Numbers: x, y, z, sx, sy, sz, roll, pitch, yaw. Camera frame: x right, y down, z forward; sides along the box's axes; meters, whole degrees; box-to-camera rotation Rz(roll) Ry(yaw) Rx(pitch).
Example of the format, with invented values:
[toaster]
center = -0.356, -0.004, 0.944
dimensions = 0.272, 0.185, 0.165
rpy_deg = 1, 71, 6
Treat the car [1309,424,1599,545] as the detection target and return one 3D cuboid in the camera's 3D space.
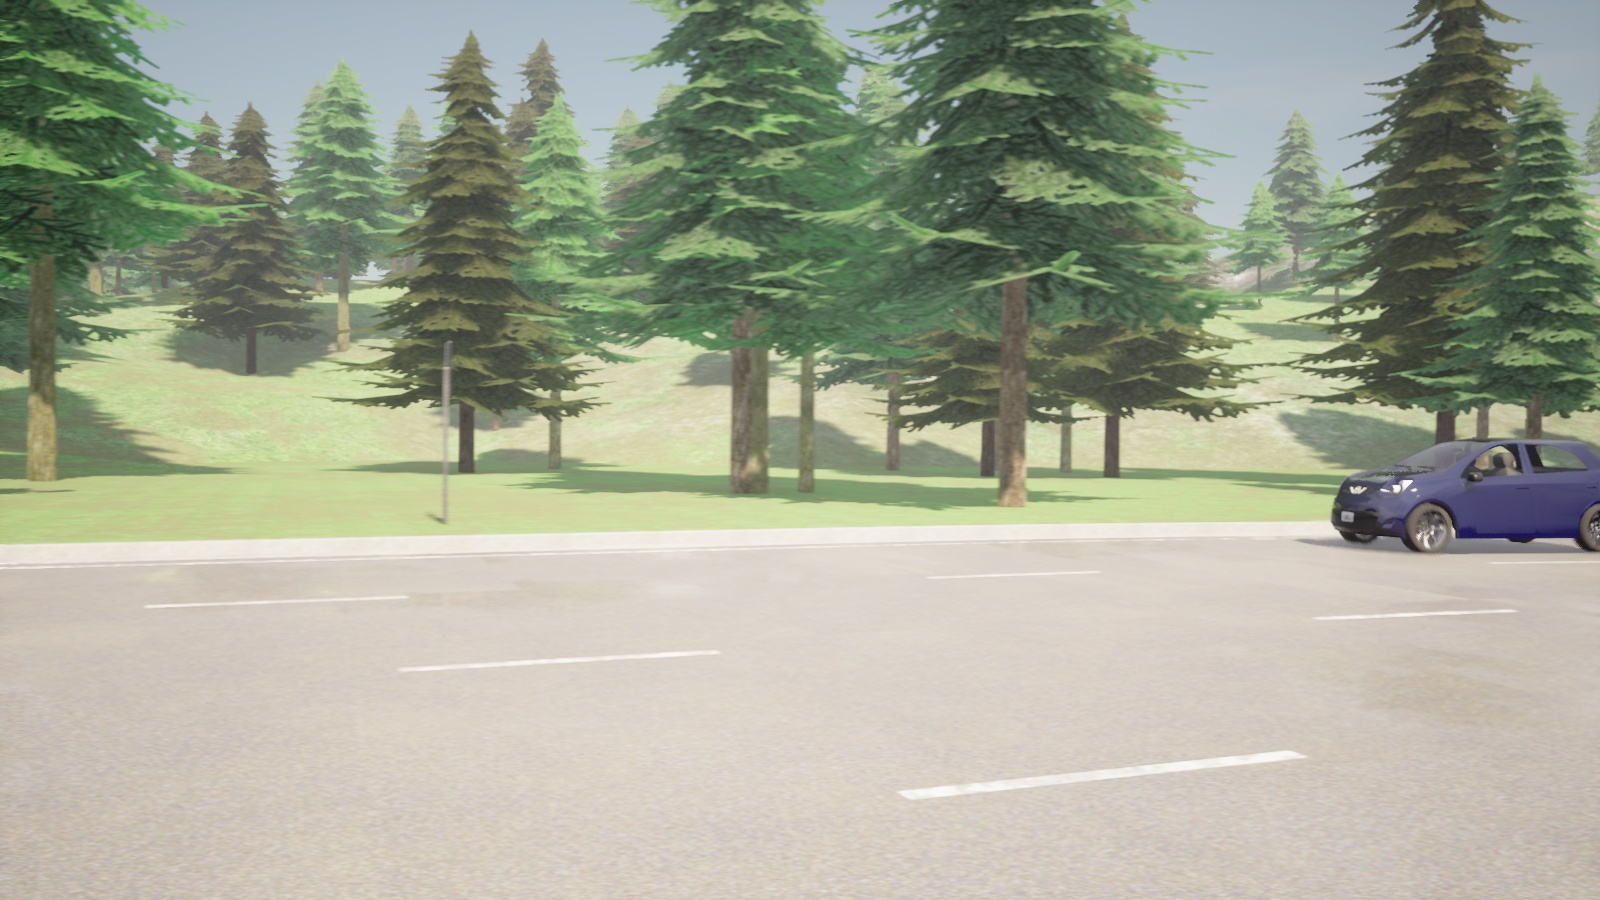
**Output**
[car]
center = 9.102, 0.420, 17.041
dimensions = 3.633, 1.501, 1.845
rpy_deg = -1, 1, -9
